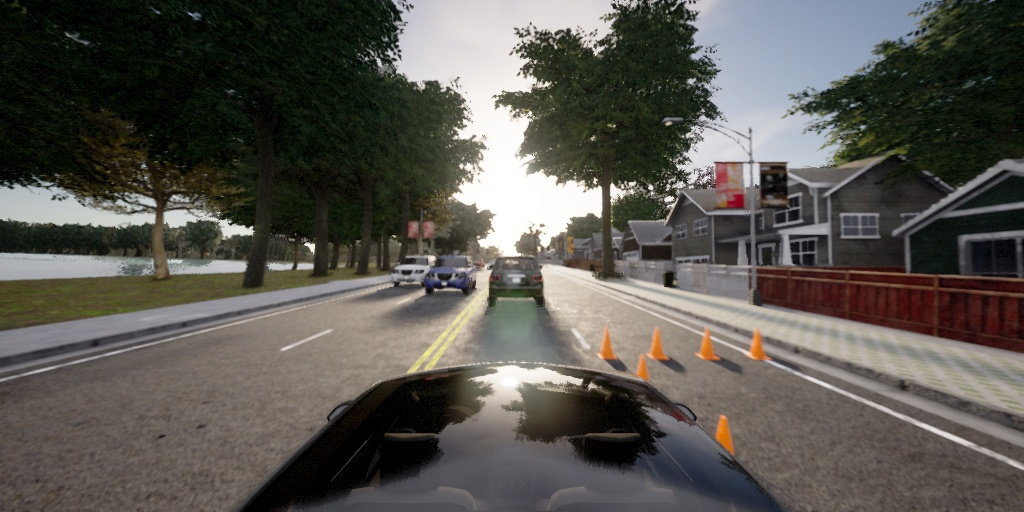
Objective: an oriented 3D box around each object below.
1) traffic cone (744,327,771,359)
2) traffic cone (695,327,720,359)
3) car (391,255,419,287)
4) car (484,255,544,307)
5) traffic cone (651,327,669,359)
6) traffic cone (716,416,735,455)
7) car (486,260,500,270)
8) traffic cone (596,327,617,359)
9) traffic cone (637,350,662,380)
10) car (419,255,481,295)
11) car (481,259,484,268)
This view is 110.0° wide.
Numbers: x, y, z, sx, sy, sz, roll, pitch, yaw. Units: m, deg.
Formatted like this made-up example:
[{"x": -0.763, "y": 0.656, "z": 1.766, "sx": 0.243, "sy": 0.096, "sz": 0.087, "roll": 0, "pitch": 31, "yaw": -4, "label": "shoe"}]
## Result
[{"x": 4.889, "y": 1.721, "z": 7.148, "sx": 0.340, "sy": 0.580, "sz": 0.340, "roll": 0, "pitch": 0, "yaw": 1, "label": "traffic cone"}, {"x": 3.892, "y": 1.718, "z": 7.154, "sx": 0.340, "sy": 0.580, "sz": 0.340, "roll": 0, "pitch": 0, "yaw": 0, "label": "traffic cone"}, {"x": -6.458, "y": 0.967, "z": 24.706, "sx": 2.150, "sy": 2.045, "sz": 5.566, "roll": 0, "pitch": 0, "yaw": 0, "label": "car"}, {"x": 0.179, "y": 0.975, "z": 15.710, "sx": 2.150, "sy": 2.045, "sz": 5.566, "roll": 0, "pitch": 0, "yaw": 0, "label": "car"}, {"x": 2.893, "y": 1.715, "z": 7.161, "sx": 0.340, "sy": 0.580, "sz": 0.340, "roll": 0, "pitch": 0, "yaw": 0, "label": "traffic cone"}, {"x": 1.867, "y": 1.711, "z": 3.167, "sx": 0.340, "sy": 0.580, "sz": 0.340, "roll": 0, "pitch": 0, "yaw": 0, "label": "traffic cone"}, {"x": -2.961, "y": 1.399, "z": 56.405, "sx": 1.812, "sy": 1.442, "sz": 4.674, "roll": 0, "pitch": 0, "yaw": 1, "label": "car"}, {"x": 1.894, "y": 1.712, "z": 7.167, "sx": 0.340, "sy": 0.580, "sz": 0.340, "roll": 0, "pitch": 0, "yaw": 0, "label": "traffic cone"}, {"x": 1.880, "y": 1.712, "z": 5.167, "sx": 0.340, "sy": 0.580, "sz": 0.340, "roll": 0, "pitch": 0, "yaw": 0, "label": "traffic cone"}, {"x": -3.238, "y": 0.970, "z": 19.991, "sx": 2.150, "sy": 2.045, "sz": 5.566, "roll": 0, "pitch": 0, "yaw": 0, "label": "car"}, {"x": -6.097, "y": 1.295, "z": 64.978, "sx": 2.097, "sy": 1.767, "sz": 4.553, "roll": 0, "pitch": 0, "yaw": 0, "label": "car"}]
